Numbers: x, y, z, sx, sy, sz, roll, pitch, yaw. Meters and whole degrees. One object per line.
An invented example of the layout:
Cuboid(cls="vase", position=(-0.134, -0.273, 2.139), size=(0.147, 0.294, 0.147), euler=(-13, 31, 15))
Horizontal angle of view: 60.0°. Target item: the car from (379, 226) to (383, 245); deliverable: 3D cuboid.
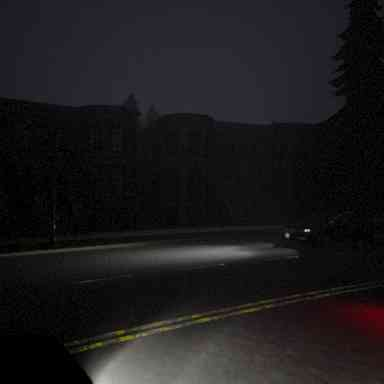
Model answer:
Cuboid(cls="car", position=(6.445, 1.494, 6.603), size=(4.902, 1.511, 2.128), euler=(0, 0, -23))

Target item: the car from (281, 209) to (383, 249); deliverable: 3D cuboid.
Cuboid(cls="car", position=(6.175, 1.496, 14.270), size=(4.902, 1.511, 2.128), euler=(0, 0, -20))

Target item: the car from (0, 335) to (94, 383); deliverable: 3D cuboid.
Cuboid(cls="car", position=(-3.062, 1.547, 1.399), size=(5.357, 1.411, 2.033), euler=(0, 0, -37))
